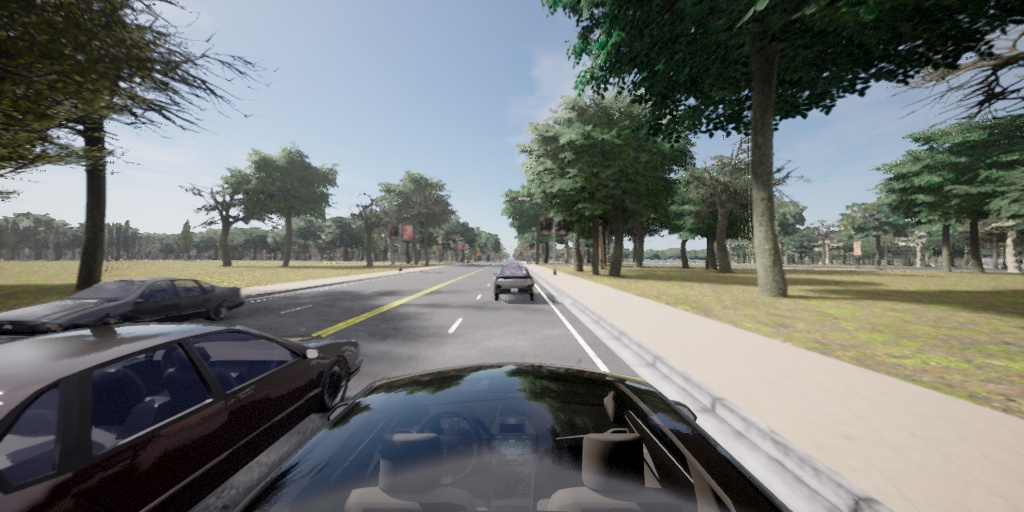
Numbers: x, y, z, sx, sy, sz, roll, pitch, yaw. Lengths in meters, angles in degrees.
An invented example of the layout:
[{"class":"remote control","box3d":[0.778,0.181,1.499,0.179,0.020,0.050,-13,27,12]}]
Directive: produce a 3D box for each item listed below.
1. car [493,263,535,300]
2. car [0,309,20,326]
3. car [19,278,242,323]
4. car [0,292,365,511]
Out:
[{"class":"car","box3d":[0.105,1.253,17.680,2.128,1.511,4.902,0,0,0]},{"class":"car","box3d":[-6.590,1.314,1.959,1.994,1.385,4.181,0,0,0]},{"class":"car","box3d":[-9.808,1.299,9.575,2.033,1.411,5.357,0,0,0]},{"class":"car","box3d":[-3.151,1.297,2.966,2.033,1.411,5.357,0,0,0]}]
